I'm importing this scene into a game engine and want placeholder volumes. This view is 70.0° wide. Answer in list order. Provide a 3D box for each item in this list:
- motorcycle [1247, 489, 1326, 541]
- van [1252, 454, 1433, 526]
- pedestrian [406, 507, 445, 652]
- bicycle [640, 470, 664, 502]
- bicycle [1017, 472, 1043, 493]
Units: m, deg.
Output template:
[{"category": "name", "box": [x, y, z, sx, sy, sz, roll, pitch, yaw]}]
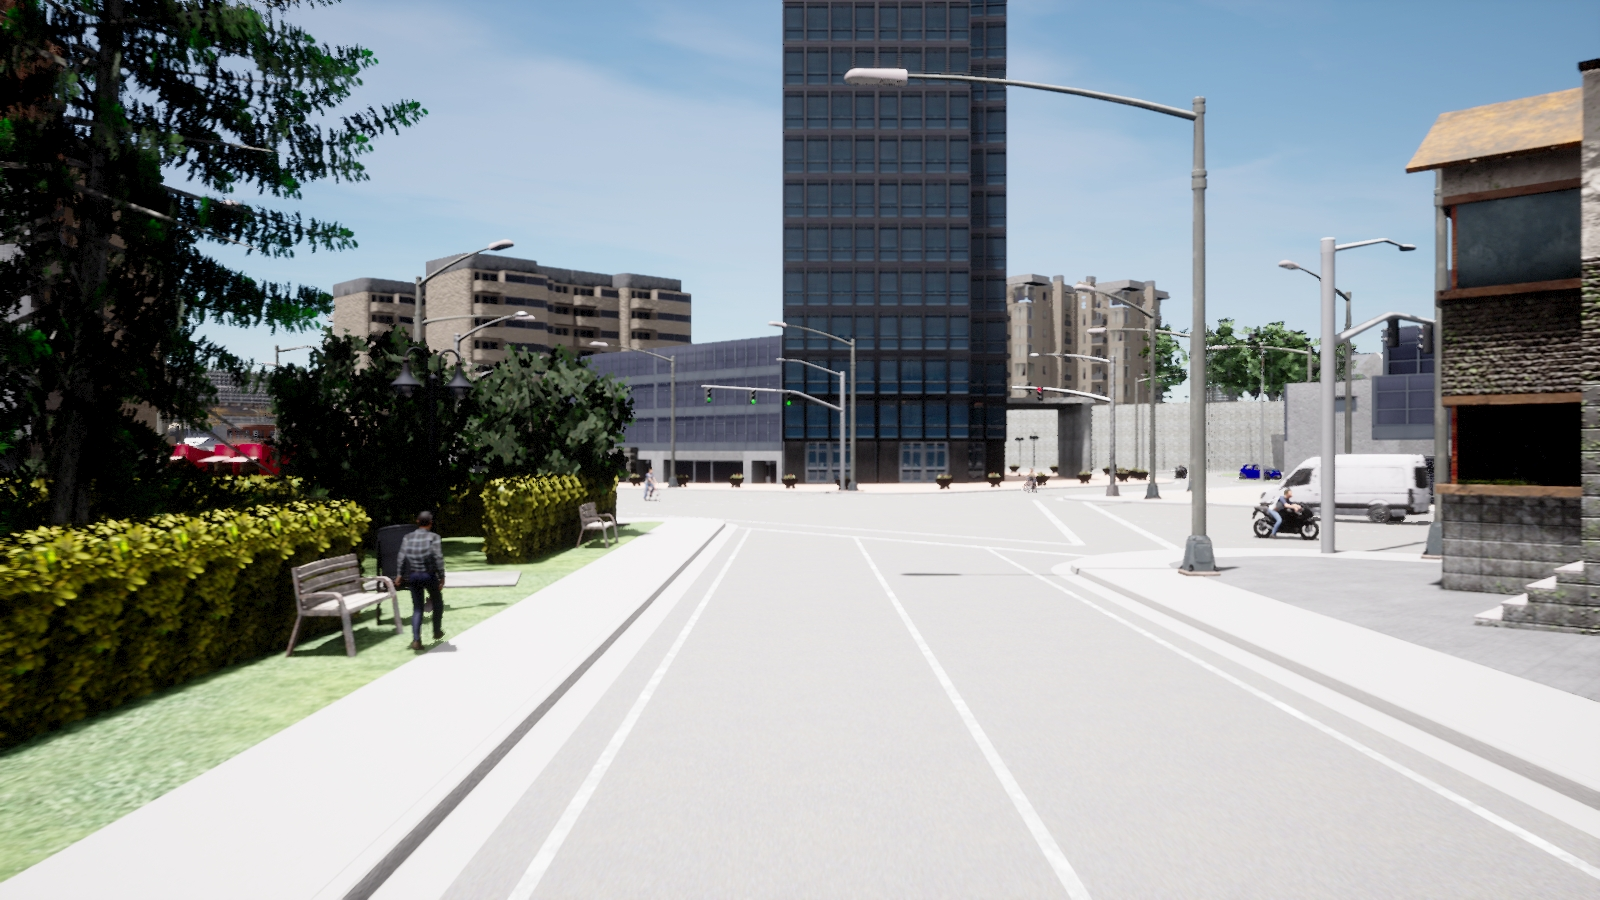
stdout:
[{"category": "motorcycle", "box": [14.759, 1.953, 34.718, 0.803, 1.505, 2.033, 0, 0, -45]}, {"category": "van", "box": [20.649, 1.456, 43.697, 1.988, 2.561, 5.915, 0, 0, -45]}, {"category": "pedestrian", "box": [-4.927, 1.693, 15.029, 0.375, 1.860, 0.375, 0, 0, 3]}, {"category": "bicycle", "box": [-8.202, 1.981, 63.400, 1.643, 1.717, 0.373, 0, 0, 44]}, {"category": "bicycle", "box": [14.906, 2.108, 74.028, 1.487, 1.301, 0.859, 6, -5, -44]}]
